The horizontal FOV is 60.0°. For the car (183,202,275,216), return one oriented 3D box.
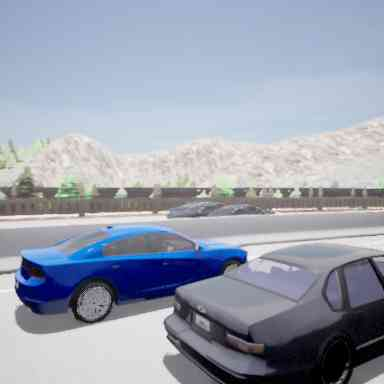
[{"bbox_3d":[2.245,1.442,17.341,4.892,1.490,1.837,0,0,-28],"label":"car"}]

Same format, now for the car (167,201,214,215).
[{"bbox_3d":[0.924,1.425,20.598,4.892,1.490,1.837,0,0,-28],"label":"car"}]

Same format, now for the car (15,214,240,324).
[{"bbox_3d":[-0.948,1.445,7.128,5.008,1.535,1.882,0,0,-33],"label":"car"}]

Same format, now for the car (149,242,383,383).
[{"bbox_3d":[2.252,1.533,5.105,5.357,1.411,2.033,0,0,-32],"label":"car"}]

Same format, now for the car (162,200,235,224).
[{"bbox_3d":[0.525,1.396,24.332,4.902,1.511,2.128,0,0,-27],"label":"car"}]
